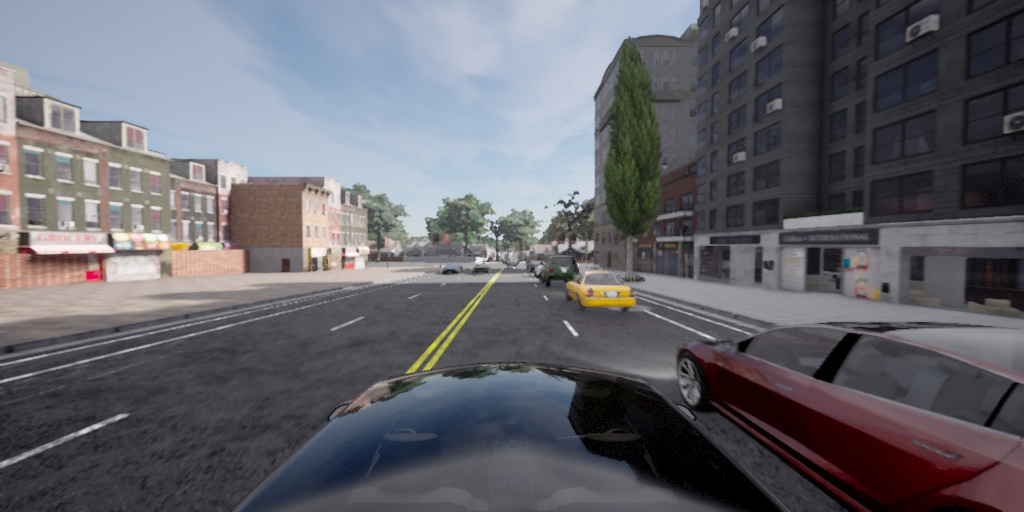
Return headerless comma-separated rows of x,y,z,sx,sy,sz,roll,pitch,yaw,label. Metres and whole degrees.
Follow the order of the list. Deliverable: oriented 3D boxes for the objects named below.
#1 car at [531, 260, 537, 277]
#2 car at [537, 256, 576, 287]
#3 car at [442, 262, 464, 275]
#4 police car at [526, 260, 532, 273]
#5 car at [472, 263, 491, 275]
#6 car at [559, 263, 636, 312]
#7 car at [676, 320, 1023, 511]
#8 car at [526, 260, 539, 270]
3.254,1.345,36.062,1.812,1.442,4.674,0,0,0,car
3.244,1.004,25.132,2.150,2.045,5.566,0,0,0,car
-6.585,1.387,40.709,2.033,1.411,5.357,0,0,0,car
3.255,1.298,47.181,1.930,1.638,5.238,0,0,0,police car
-3.337,1.437,40.015,1.895,1.301,4.718,0,0,0,car
3.251,1.218,14.238,1.801,1.575,5.366,0,0,0,car
3.250,1.255,3.072,2.163,1.488,4.792,0,0,0,car
3.256,1.446,58.079,1.837,1.490,4.892,0,0,0,car
